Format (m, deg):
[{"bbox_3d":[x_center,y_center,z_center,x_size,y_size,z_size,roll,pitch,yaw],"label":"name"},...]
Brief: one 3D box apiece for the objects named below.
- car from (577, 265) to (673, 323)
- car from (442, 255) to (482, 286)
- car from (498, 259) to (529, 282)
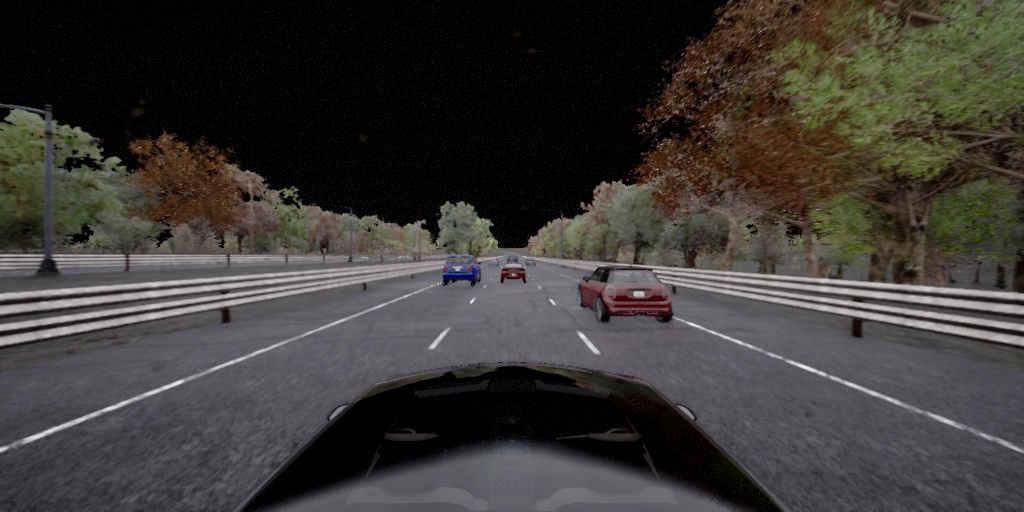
[{"bbox_3d":[3.600,1.099,12.281,2.097,1.767,4.553,0,0,0],"label":"car"},{"bbox_3d":[-3.399,0.962,25.092,2.150,2.045,5.566,0,0,0],"label":"car"},{"bbox_3d":[0.100,1.219,28.430,1.882,1.535,5.008,0,0,0],"label":"car"}]
